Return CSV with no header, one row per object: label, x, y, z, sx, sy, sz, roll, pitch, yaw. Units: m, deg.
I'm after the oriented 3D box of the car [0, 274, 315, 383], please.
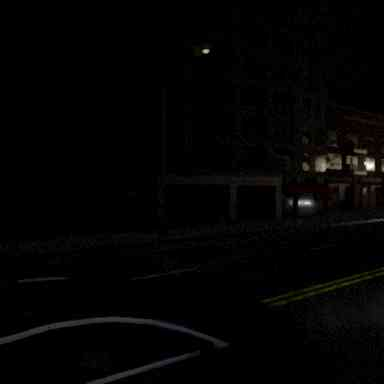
car,-1.010,1.486,2.679,4.902,1.511,2.128,-1,0,-35
